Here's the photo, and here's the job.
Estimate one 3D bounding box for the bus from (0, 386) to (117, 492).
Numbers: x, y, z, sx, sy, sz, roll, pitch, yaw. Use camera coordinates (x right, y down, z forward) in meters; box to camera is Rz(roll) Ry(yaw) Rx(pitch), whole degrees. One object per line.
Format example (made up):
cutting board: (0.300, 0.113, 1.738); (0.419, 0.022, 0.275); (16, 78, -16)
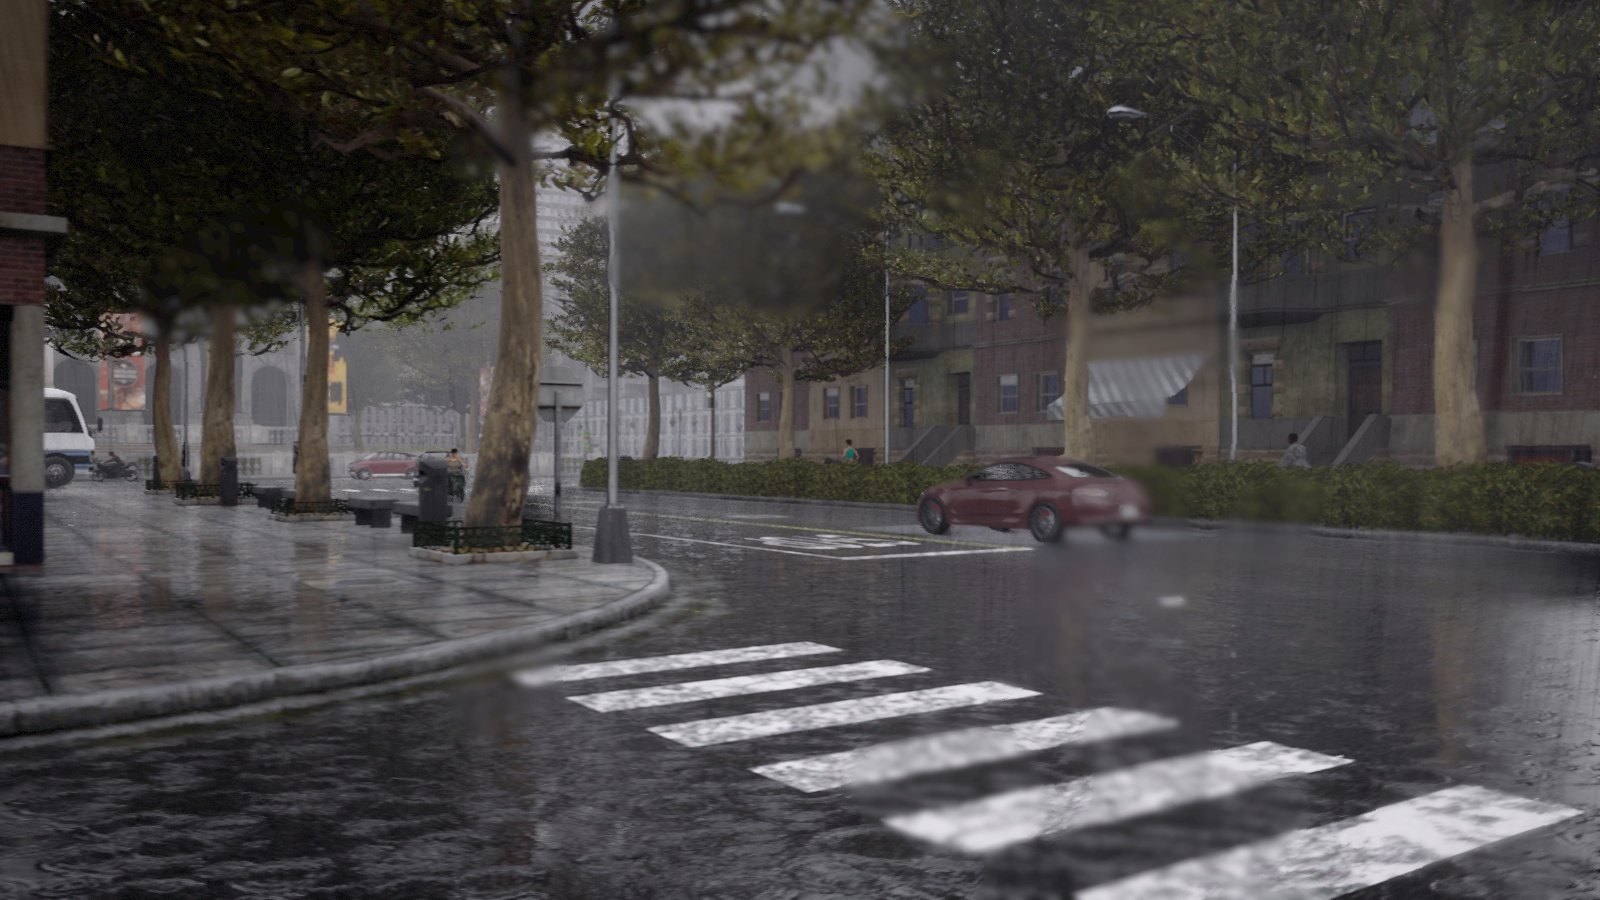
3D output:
bus: (-33.912, -0.432, 51.247); (10.273, 4.253, 3.944); (0, 0, -34)

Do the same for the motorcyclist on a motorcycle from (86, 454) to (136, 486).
motorcyclist on a motorcycle: (-33.026, 0.944, 60.240); (2.044, 1.523, 0.797); (0, 0, -34)

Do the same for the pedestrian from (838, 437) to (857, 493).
pedestrian: (1.566, 0.488, 41.403); (0.345, 1.836, 0.594); (0, 0, -39)

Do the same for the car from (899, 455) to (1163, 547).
car: (3.926, 0.809, 22.116); (1.812, 1.442, 4.674); (0, 0, -34)

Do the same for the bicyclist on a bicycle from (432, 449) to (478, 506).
bicyclist on a bicycle: (-10.064, 0.787, 36.613); (0.866, 1.612, 1.509); (0, 0, -34)

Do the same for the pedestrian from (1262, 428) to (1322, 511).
pedestrian: (11.193, 0.435, 28.580); (0.874, 1.855, 0.900); (0, 0, -26)

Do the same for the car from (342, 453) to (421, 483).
car: (-22.424, 0.928, 67.302); (3.705, 1.549, 1.789); (0, 0, -34)

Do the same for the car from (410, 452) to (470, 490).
car: (-15.660, 0.883, 54.732); (1.789, 1.549, 3.705); (-1, 0, -4)
